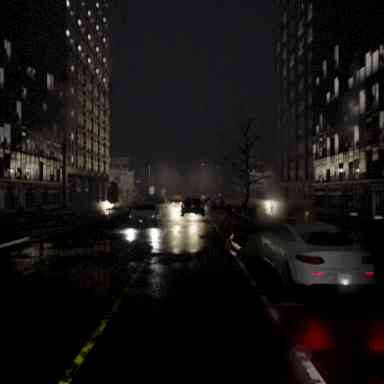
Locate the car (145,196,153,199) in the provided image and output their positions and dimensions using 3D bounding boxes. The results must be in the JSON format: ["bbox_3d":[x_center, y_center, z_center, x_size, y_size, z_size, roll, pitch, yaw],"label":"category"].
[{"bbox_3d":[-5.680,1.433,35.877,1.752,1.417,4.829,0,0,0],"label":"car"}]

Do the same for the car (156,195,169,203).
[{"bbox_3d":[-5.676,1.380,64.508,2.008,1.369,4.403,0,0,0],"label":"car"}]

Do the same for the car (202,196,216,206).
[{"bbox_3d":[2.703,1.412,53.106,2.008,1.369,4.403,0,0,0],"label":"car"}]

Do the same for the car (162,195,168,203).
[{"bbox_3d":[-5.676,1.285,58.816,1.967,1.590,4.097,0,0,0],"label":"car"}]

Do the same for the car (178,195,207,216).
[{"bbox_3d":[0.082,1.272,31.350,2.097,1.767,4.553,0,0,0],"label":"car"}]

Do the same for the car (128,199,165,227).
[{"bbox_3d":[-3.096,1.469,22.478,1.812,1.442,4.674,0,0,0],"label":"car"}]

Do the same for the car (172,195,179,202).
[{"bbox_3d":[-2.989,1.308,68.235,1.882,1.535,5.008,0,0,0],"label":"car"}]

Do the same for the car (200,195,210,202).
[{"bbox_3d":[2.706,1.365,70.182,2.008,1.369,4.403,0,0,0],"label":"car"}]

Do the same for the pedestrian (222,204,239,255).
[{"bbox_3d":[1.331,1.264,11.612,0.375,1.860,0.375,0,0,-2],"label":"pedestrian"}]

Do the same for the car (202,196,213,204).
[{"bbox_3d":[2.704,1.390,58.798,1.887,1.381,4.507,0,0,0],"label":"car"}]

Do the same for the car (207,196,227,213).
[{"bbox_3d":[2.701,1.348,36.030,1.967,1.590,4.097,0,0,0],"label":"car"}]

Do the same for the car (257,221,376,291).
[{"bbox_3d":[3.002,1.504,8.829,1.812,1.442,4.674,0,0,0],"label":"car"}]

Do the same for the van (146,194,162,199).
[{"bbox_3d":[-5.677,1.218,47.431,1.690,1.788,3.998,0,0,0],"label":"van"}]

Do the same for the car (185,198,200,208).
[{"bbox_3d":[0.085,1.482,45.729,1.895,1.301,4.718,0,0,0],"label":"car"}]
